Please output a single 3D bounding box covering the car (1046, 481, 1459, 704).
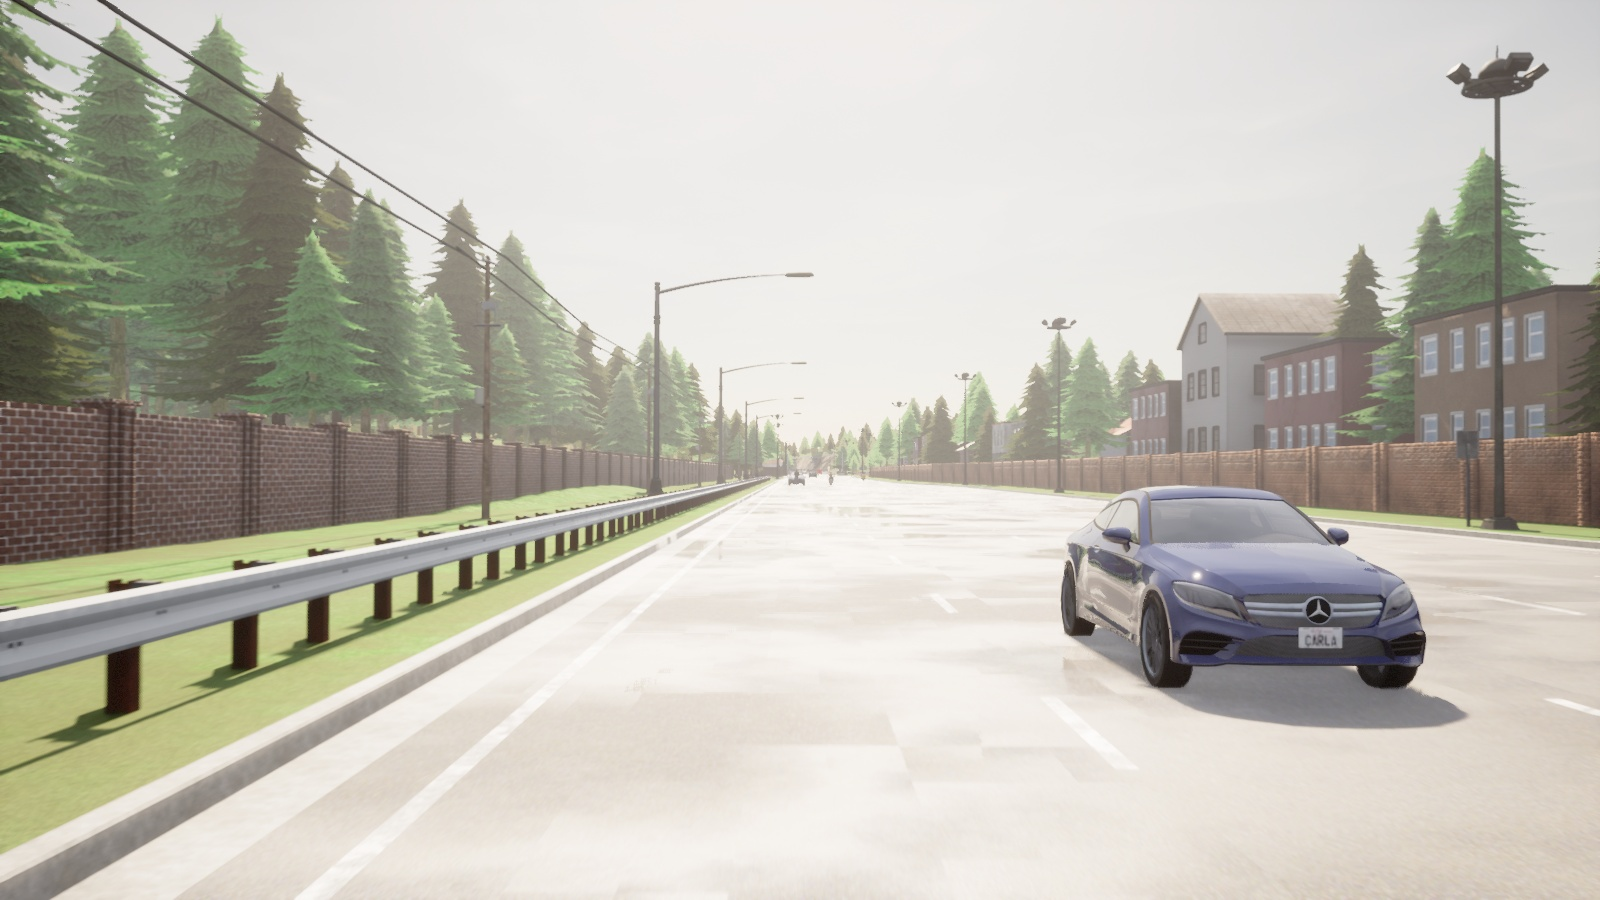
[{"bbox_3d":[3.473,1.006,10.705,1.812,1.442,4.674,0,-1,0],"label":"car"}]
